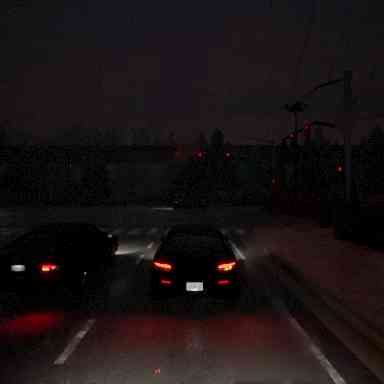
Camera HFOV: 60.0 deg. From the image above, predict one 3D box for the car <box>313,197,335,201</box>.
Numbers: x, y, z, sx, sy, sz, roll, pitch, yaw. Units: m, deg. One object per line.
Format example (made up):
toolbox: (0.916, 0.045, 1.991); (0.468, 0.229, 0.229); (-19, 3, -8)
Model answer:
car: (16.920, 1.477, 43.379); (5.008, 1.535, 1.882); (0, 0, 0)

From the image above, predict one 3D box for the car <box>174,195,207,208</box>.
car: (-0.253, 1.352, 46.958); (4.553, 1.767, 2.097); (0, 0, 0)

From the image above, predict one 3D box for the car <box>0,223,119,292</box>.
car: (-3.429, 1.547, 9.069); (2.033, 1.411, 5.357); (0, 0, 0)

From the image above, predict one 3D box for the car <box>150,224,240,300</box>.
car: (0.064, 1.526, 8.251); (1.812, 1.442, 4.674); (0, 0, 0)

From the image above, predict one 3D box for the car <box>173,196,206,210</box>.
car: (-0.375, 1.564, 43.459); (4.181, 1.385, 1.994); (0, 0, 0)

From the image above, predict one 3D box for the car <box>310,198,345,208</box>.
car: (19.064, 1.564, 46.870); (4.181, 1.385, 1.994); (0, 0, 0)
